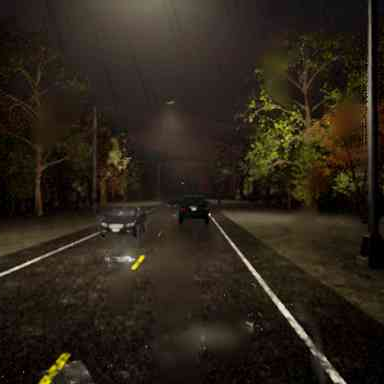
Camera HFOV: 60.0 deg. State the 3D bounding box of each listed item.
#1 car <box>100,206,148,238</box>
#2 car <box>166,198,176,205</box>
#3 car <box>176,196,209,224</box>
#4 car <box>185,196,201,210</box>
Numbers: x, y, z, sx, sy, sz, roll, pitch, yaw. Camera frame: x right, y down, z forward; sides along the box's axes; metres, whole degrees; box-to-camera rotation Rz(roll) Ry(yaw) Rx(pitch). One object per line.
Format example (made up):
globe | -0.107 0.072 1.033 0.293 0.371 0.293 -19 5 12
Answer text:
car | -3.578 1.535 18.092 2.128 1.511 4.902 0 0 0
car | -3.475 1.669 59.070 1.994 1.385 4.181 0 0 1
car | 0.135 1.281 25.705 2.150 2.045 5.566 0 0 0
car | 0.159 1.438 45.314 2.097 1.767 4.553 0 0 0
